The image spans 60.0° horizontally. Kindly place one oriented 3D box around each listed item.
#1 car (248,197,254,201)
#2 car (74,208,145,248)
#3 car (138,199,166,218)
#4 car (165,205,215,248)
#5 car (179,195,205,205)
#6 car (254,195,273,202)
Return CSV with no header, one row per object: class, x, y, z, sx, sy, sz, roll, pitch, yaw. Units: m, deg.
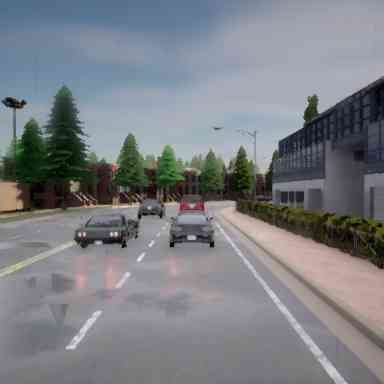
car,15.057,1.520,75.974,4.902,1.511,2.128,0,0,-32
car,-3.500,1.613,14.680,1.895,1.301,4.718,0,0,0
car,-3.500,1.363,29.620,2.097,1.767,4.553,0,0,0
car,0.000,1.530,14.650,1.812,1.442,4.674,0,0,0
car,0.000,1.255,29.680,2.150,2.045,5.566,0,0,0
car,16.574,1.592,72.814,4.718,1.301,1.895,0,0,-32
